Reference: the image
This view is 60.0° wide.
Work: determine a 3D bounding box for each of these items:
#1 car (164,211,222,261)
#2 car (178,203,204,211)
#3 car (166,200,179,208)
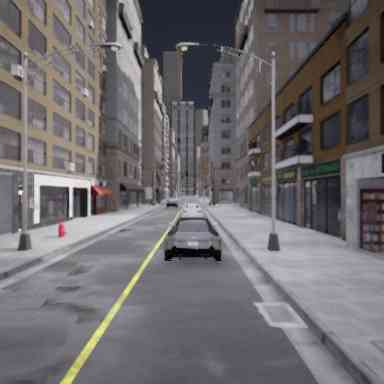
[{"bbox_3d":[0.047,1.633,12.624,1.994,1.385,4.181,0,0,0],"label":"car"},{"bbox_3d":[0.053,1.674,28.241,1.812,1.442,4.674,0,0,0],"label":"car"},{"bbox_3d":[-3.033,1.854,51.617,1.895,1.301,4.718,0,0,0],"label":"car"}]
